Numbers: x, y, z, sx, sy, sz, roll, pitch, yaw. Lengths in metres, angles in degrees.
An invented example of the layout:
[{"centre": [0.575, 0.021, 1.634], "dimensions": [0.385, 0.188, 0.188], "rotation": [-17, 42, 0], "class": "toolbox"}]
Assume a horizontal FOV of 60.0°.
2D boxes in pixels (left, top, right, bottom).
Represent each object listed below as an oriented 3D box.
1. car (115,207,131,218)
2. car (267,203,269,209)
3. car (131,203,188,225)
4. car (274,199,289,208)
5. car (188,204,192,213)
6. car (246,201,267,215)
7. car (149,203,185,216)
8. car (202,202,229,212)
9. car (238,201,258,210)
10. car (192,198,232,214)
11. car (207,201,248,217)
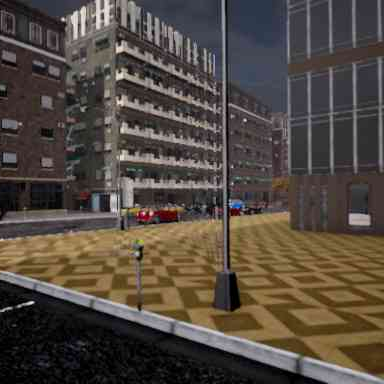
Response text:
[{"centre": [-6.225, 1.987, 36.254], "dimensions": [1.752, 1.417, 4.829], "rotation": [-2, -2, 35], "class": "car"}, {"centre": [13.341, 2.541, 64.141], "dimensions": [1.887, 1.381, 4.507], "rotation": [-2, -2, 35], "class": "car"}, {"centre": [-2.564, 1.741, 27.000], "dimensions": [1.967, 1.590, 4.097], "rotation": [-2, -2, 35], "class": "car"}, {"centre": [19.828, 2.488, 73.397], "dimensions": [2.192, 1.841, 5.009], "rotation": [-2, -2, 35], "class": "car"}, {"centre": [0.363, 2.207, 45.642], "dimensions": [1.947, 1.339, 4.313], "rotation": [-2, -2, 35], "class": "car"}, {"centre": [7.171, 2.132, 40.871], "dimensions": [1.947, 1.339, 4.313], "rotation": [-2, -2, 35], "class": "car"}, {"centre": [-2.980, 2.076, 40.878], "dimensions": [1.752, 1.417, 4.829], "rotation": [-2, -2, 35], "class": "car"}, {"centre": [3.607, 2.275, 50.267], "dimensions": [1.887, 1.381, 4.507], "rotation": [-2, -2, 35], "class": "car"}, {"centre": [10.095, 2.347, 59.519], "dimensions": [1.967, 1.590, 4.097], "rotation": [-2, -2, 35], "class": "car"}, {"centre": [2.761, 1.846, 44.568], "dimensions": [2.150, 2.045, 5.566], "rotation": [-1, -1, 35], "class": "car"}, {"centre": [3.926, 2.023, 36.247], "dimensions": [1.887, 1.381, 4.507], "rotation": [-2, -2, 35], "class": "car"}]
